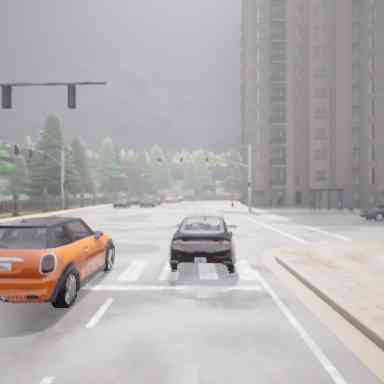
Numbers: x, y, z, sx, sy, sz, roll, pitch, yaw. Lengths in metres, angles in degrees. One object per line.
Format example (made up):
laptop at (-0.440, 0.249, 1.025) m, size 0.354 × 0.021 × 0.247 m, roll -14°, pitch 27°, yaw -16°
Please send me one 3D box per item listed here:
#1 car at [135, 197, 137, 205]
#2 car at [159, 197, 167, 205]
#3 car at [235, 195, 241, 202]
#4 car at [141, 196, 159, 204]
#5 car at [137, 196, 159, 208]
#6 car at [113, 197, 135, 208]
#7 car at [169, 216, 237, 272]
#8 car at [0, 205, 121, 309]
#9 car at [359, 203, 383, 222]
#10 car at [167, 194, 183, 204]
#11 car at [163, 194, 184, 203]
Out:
car at (-10.062, 1.609, 58.948) m, size 1.882 × 1.535 × 5.008 m, roll 0°, pitch 0°, yaw 2°
car at (-6.478, 1.685, 61.014) m, size 2.033 × 1.411 × 5.357 m, roll 0°, pitch 0°, yaw 4°
car at (13.380, 1.556, 85.238) m, size 4.553 × 1.767 × 2.097 m, roll 0°, pitch 0°, yaw -23°
car at (-8.601, 1.633, 69.101) m, size 1.882 × 1.535 × 5.008 m, roll 0°, pitch 0°, yaw 17°
car at (-6.726, 1.468, 51.485) m, size 2.097 × 1.767 × 4.553 m, roll 0°, pitch 0°, yaw -1°
car at (-10.267, 1.657, 49.279) m, size 2.033 × 1.411 × 5.357 m, roll 0°, pitch 0°, yaw 1°
car at (0.438, 1.519, 10.908) m, size 2.128 × 1.511 × 4.902 m, roll 0°, pitch 0°, yaw 5°
car at (-3.368, 1.369, 8.089) m, size 2.097 × 1.767 × 4.553 m, roll 0°, pitch 0°, yaw 1°
car at (16.489, 1.630, 27.547) m, size 4.892 × 1.490 × 1.837 m, roll 0°, pitch 0°, yaw 0°
car at (-4.122, 1.640, 71.232) m, size 1.882 × 1.535 × 5.008 m, roll 0°, pitch 0°, yaw 21°
car at (-4.263, 1.404, 78.500) m, size 2.150 × 2.045 × 5.566 m, roll 0°, pitch 0°, yaw 30°
